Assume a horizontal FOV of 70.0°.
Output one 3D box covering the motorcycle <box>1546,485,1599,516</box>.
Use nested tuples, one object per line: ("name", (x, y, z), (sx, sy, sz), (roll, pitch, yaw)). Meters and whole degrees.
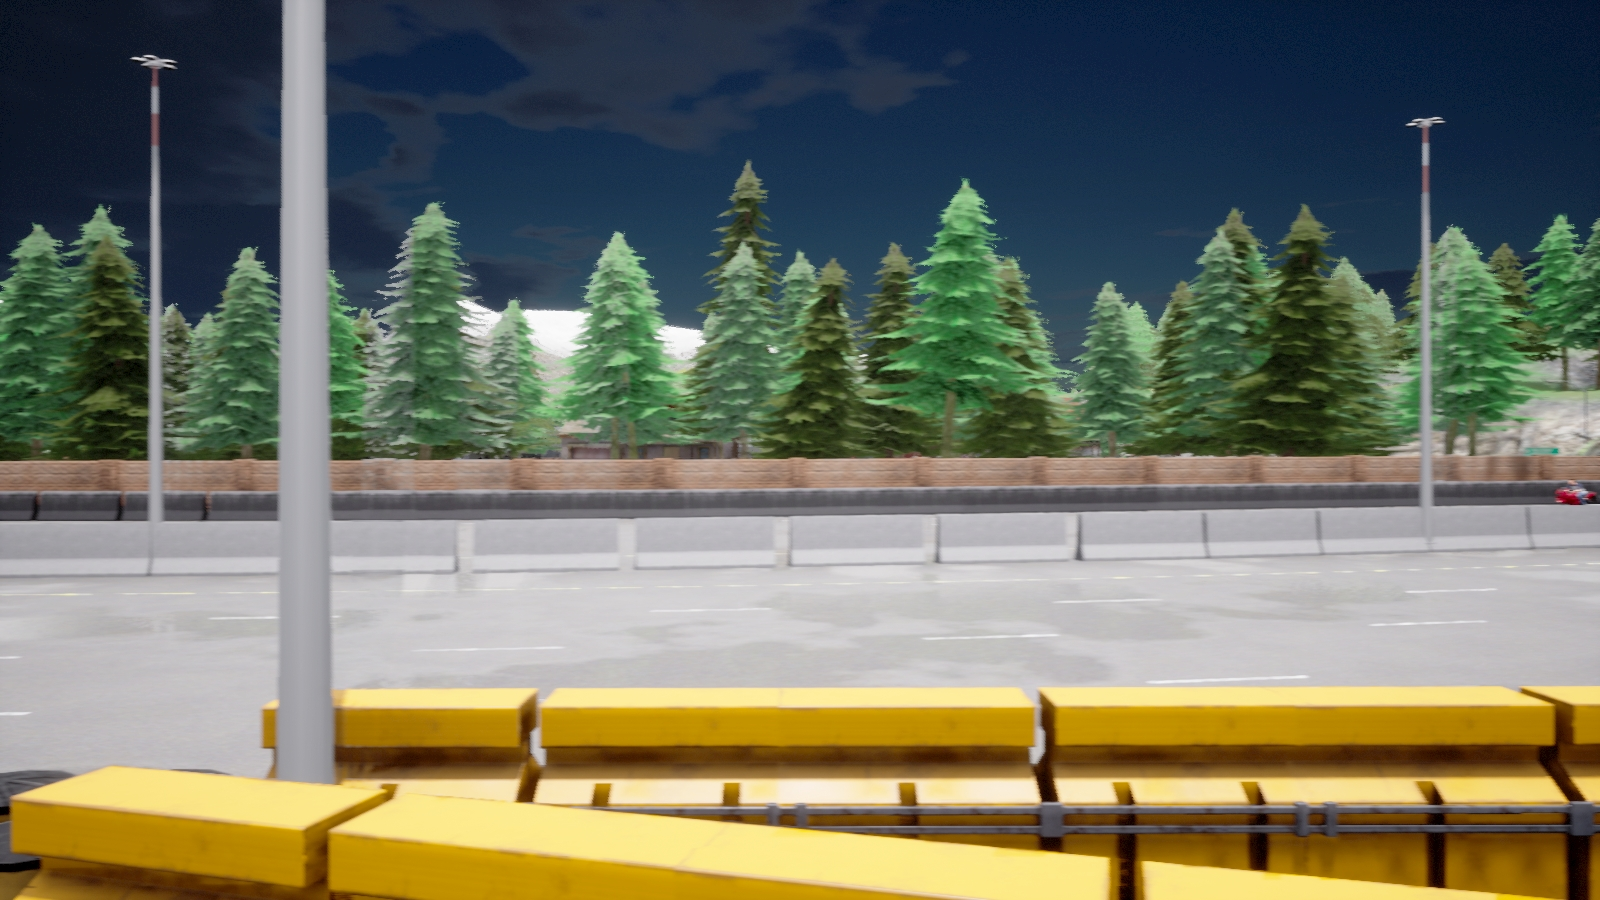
("motorcycle", (31.793, 2.075, 46.897), (2.033, 1.217, 0.803), (0, 0, -14))
